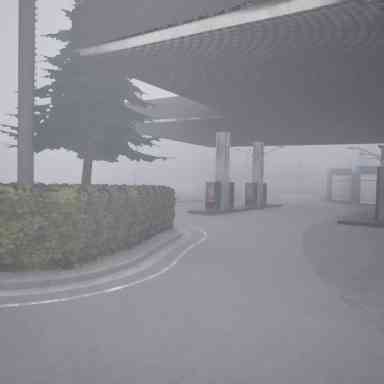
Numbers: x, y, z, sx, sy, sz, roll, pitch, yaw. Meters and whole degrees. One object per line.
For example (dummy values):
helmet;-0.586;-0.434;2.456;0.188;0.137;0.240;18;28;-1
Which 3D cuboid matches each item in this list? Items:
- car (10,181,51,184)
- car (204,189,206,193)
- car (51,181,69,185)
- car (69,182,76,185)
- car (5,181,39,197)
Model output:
car;-17.252;-0.183;35.232;3.866;1.878;1.905;2;2;35
car;4.868;-0.306;65.621;5.027;1.636;2.152;2;2;35
car;-26.795;-1.261;65.478;3.866;1.878;1.905;2;2;35
car;-25.457;-1.286;68.090;4.605;1.855;1.932;2;2;35
car;-21.783;-0.470;42.450;4.605;1.855;1.932;2;2;35
